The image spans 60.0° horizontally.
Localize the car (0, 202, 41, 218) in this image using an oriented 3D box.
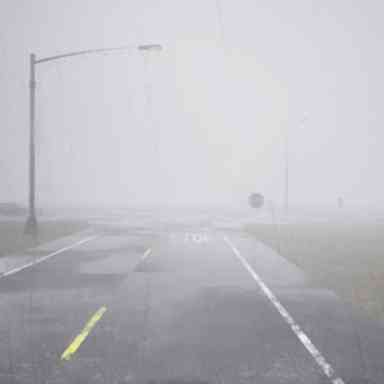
[{"bbox_3d":[-16.704,1.660,31.353,4.674,1.442,1.812,1,0,0],"label":"car"}]
